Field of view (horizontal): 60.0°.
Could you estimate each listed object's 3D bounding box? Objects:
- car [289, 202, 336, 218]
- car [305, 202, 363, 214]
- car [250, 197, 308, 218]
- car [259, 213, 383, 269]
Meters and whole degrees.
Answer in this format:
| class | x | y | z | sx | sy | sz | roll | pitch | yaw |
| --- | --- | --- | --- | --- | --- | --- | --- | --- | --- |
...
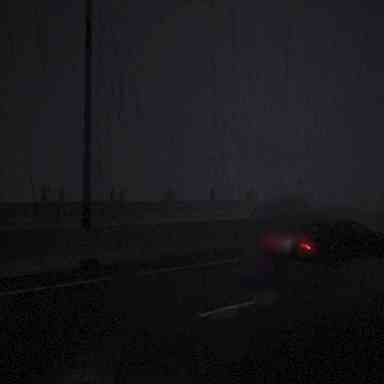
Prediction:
| class | x | y | z | sx | sy | sz | roll | pitch | yaw |
| --- | --- | --- | --- | --- | --- | --- | --- | --- | --- |
| car | 12.459 | 1.788 | 34.376 | 4.902 | 1.511 | 2.128 | 1 | 0 | -35 |
| car | 10.820 | 1.732 | 24.610 | 4.892 | 1.490 | 1.837 | 1 | 0 | -36 |
| car | 7.058 | 1.428 | 26.227 | 5.566 | 2.045 | 2.150 | 1 | 0 | -35 |
| car | 4.944 | 1.653 | 11.575 | 5.357 | 1.411 | 2.033 | 1 | 0 | -36 |
